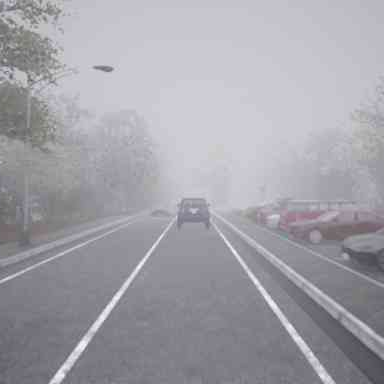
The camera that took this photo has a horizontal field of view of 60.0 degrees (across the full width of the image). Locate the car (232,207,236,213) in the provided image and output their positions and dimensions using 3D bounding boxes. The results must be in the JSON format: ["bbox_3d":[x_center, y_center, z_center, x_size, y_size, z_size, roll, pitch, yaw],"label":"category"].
[{"bbox_3d":[7.122,1.800,35.072,4.892,1.521,2.231,0,-1,0],"label":"car"}]

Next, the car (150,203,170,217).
[{"bbox_3d":[-3.313,1.899,35.684,2.033,1.411,5.357,0,-1,0],"label":"car"}]

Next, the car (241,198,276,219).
[{"bbox_3d":[7.076,1.438,26.755,5.566,2.045,2.435,0,-1,0],"label":"car"}]

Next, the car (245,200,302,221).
[{"bbox_3d":[7.139,1.595,29.525,4.553,1.767,2.185,0,-1,0],"label":"car"}]

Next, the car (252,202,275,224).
[{"bbox_3d":[7.129,1.691,23.976,4.792,1.488,2.163,0,-1,0],"label":"car"}]

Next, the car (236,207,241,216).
[{"bbox_3d":[7.119,1.756,32.300,5.008,1.535,2.097,0,-1,0],"label":"car"}]

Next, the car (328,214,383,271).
[{"bbox_3d":[7.048,1.550,10.097,4.792,1.488,2.163,0,-1,0],"label":"car"}]

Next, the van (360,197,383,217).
[{"bbox_3d":[20.314,1.571,34.952,4.442,1.987,1.878,0,-1,0],"label":"van"}]

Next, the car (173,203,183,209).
[{"bbox_3d":[-3.174,3.227,78.061,2.033,1.411,5.357,0,-3,0],"label":"car"}]

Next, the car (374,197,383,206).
[{"bbox_3d":[20.220,1.499,32.061,5.566,2.045,2.435,0,-1,0],"label":"car"}]

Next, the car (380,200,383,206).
[{"bbox_3d":[20.003,1.713,29.290,5.366,1.575,1.946,0,-1,0],"label":"car"}]

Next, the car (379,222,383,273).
[{"bbox_3d":[7.077,1.533,7.320,4.674,1.452,2.002,0,-1,0],"label":"car"}]

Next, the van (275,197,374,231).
[{"bbox_3d":[7.208,1.379,18.427,4.442,1.987,1.878,0,-1,0],"label":"van"}]

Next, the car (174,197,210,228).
[{"bbox_3d":[0.120,1.396,23.763,2.150,2.045,5.566,0,-1,0],"label":"car"}]

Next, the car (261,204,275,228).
[{"bbox_3d":[7.098,1.673,21.200,4.674,1.452,2.002,0,-1,0],"label":"car"}]

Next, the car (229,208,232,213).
[{"bbox_3d":[6.936,1.848,37.841,5.366,1.575,1.946,0,-1,0],"label":"car"}]

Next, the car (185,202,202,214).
[{"bbox_3d":[0.141,2.057,42.836,2.033,1.411,5.357,0,-1,0],"label":"car"}]

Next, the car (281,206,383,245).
[{"bbox_3d":[7.092,1.577,15.648,5.008,1.535,2.097,0,-1,0],"label":"car"}]
